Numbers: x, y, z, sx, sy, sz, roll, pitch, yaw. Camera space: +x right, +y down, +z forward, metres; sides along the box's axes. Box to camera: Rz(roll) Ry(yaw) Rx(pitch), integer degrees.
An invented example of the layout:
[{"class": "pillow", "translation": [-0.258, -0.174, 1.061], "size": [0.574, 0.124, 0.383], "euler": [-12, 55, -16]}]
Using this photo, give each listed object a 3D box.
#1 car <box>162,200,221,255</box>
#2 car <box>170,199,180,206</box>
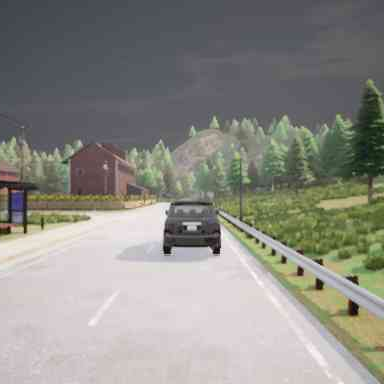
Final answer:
[{"class": "car", "translation": [0.000, 1.348, 14.023], "size": [2.150, 2.045, 5.566], "euler": [0, 0, 0]}, {"class": "car", "translation": [-3.502, 2.231, 68.983], "size": [1.895, 1.301, 4.718], "euler": [0, -1, 0]}]
